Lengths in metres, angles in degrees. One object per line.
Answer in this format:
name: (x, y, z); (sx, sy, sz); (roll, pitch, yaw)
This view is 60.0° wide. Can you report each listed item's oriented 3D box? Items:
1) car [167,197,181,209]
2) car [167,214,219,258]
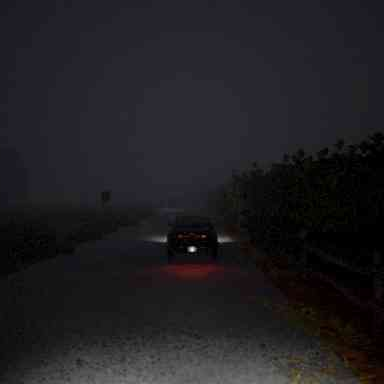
car: (-3.158, 1.875, 58.571); (2.150, 2.045, 5.566); (0, -1, 0)
car: (0.024, 1.659, 13.487); (1.837, 1.490, 4.892); (0, 0, 0)
